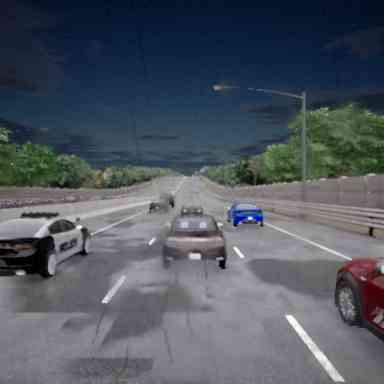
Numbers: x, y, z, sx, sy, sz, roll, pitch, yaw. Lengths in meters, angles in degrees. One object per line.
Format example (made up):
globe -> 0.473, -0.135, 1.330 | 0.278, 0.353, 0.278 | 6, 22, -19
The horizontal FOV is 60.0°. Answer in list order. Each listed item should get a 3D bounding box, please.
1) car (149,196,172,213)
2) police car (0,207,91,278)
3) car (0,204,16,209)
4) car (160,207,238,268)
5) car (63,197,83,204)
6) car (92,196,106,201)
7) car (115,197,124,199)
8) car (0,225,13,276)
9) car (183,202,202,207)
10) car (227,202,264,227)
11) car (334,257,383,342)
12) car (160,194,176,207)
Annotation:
car -> -3.553, 1.470, 36.554 | 1.882, 1.535, 5.008 | 0, 0, 0
police car -> -4.580, 1.408, 10.239 | 1.930, 1.638, 5.238 | 0, 0, 0
car -> -14.179, 1.544, 24.098 | 2.033, 1.411, 5.357 | 0, 0, 0
car -> 0.067, 1.466, 11.098 | 2.128, 1.511, 4.902 | 0, 0, 0
car -> -21.213, 1.641, 59.510 | 2.033, 1.411, 5.357 | 0, 0, 0
car -> -17.726, 1.609, 63.589 | 1.837, 1.490, 4.892 | 0, 0, 0
car -> -14.224, 1.706, 65.062 | 1.895, 1.301, 4.718 | 0, 0, 0
car -> -4.559, 1.474, 4.123 | 1.882, 1.535, 5.008 | 0, 0, 0
car -> 0.003, 1.578, 29.503 | 1.895, 1.301, 4.718 | 0, 0, 0
car -> 3.527, 1.445, 22.649 | 1.882, 1.535, 5.008 | 0, 0, 0
car -> 3.592, 1.335, 4.100 | 2.097, 1.767, 4.553 | 0, 0, 0
car -> -3.659, 1.245, 48.812 | 2.150, 2.045, 5.566 | 0, 0, 0
